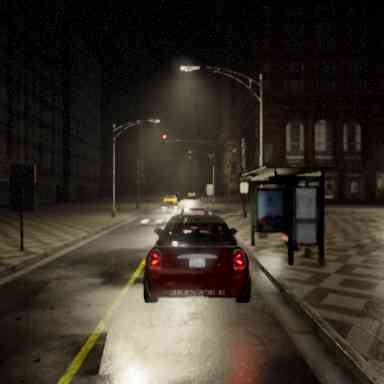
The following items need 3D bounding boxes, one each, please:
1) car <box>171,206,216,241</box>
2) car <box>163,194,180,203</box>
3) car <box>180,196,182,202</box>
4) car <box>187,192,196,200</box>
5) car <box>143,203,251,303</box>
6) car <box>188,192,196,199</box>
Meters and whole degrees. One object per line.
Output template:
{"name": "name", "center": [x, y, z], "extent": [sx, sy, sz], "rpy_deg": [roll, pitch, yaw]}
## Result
{"name": "car", "center": [0.084, 1.497, 16.917], "extent": [1.994, 1.385, 4.181], "rpy_deg": [0, 0, 0]}
{"name": "car", "center": [-3.123, 1.236, 48.458], "extent": [1.882, 1.535, 5.008], "rpy_deg": [0, 0, 0]}
{"name": "car", "center": [-3.074, 1.159, 64.699], "extent": [1.837, 1.490, 4.892], "rpy_deg": [0, 1, 0]}
{"name": "car", "center": [-0.052, 1.174, 74.507], "extent": [1.895, 1.301, 4.718], "rpy_deg": [0, 0, 0]}
{"name": "car", "center": [0.094, 1.322, 8.273], "extent": [2.097, 1.767, 4.553], "rpy_deg": [0, 0, 0]}
{"name": "car", "center": [-0.059, 0.824, 84.481], "extent": [1.882, 1.535, 5.008], "rpy_deg": [0, 0, 0]}
